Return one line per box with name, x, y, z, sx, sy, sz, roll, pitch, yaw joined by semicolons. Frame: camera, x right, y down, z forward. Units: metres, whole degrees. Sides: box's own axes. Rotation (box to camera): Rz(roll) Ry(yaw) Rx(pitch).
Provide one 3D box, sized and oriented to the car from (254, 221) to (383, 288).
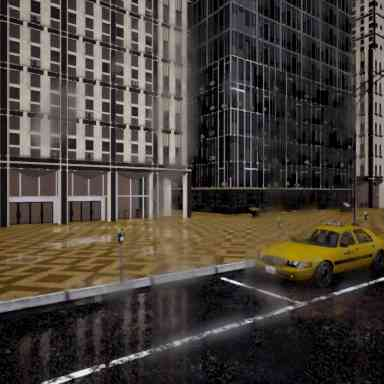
car;3.830;1.526;9.271;4.829;1.417;1.752;0;0;-35
